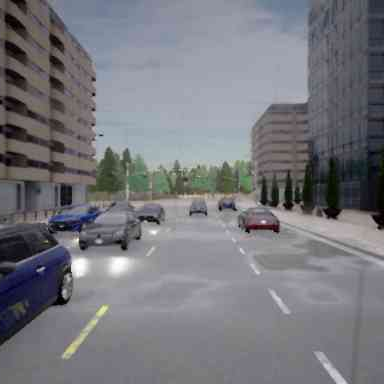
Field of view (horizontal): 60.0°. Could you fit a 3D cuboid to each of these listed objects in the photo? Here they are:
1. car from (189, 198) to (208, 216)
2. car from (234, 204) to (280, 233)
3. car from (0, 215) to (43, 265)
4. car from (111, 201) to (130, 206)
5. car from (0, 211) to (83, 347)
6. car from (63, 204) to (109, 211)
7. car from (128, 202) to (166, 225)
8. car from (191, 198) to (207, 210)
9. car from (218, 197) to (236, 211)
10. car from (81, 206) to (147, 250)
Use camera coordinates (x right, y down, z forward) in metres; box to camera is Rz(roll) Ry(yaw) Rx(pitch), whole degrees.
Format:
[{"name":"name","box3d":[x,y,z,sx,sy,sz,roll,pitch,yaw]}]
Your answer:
[{"name":"car","box3d":[0.641,1.619,33.490,2.033,1.411,5.357,0,0,1]},{"name":"car","box3d":[3.942,1.609,20.162,1.994,1.385,4.181,0,0,1]},{"name":"car","box3d":[-6.938,1.586,11.049,1.994,1.385,4.181,0,0,2]},{"name":"car","box3d":[-6.437,1.567,30.219,1.837,1.490,4.892,0,0,1]},{"name":"car","box3d":[-3.538,1.363,5.069,2.097,1.767,4.553,0,0,1]},{"name":"car","box3d":[-6.721,1.518,19.864,1.882,1.535,5.008,0,0,2]},{"name":"car","box3d":[-3.060,1.600,25.026,2.033,1.411,5.357,0,0,2]},{"name":"car","box3d":[0.968,1.591,46.786,2.128,1.511,4.902,0,0,2]},{"name":"car","box3d":[4.429,1.444,42.963,2.097,1.767,4.553,0,0,2]},{"name":"car","box3d":[-3.370,1.556,14.561,1.812,1.442,4.674,0,0,1]}]
